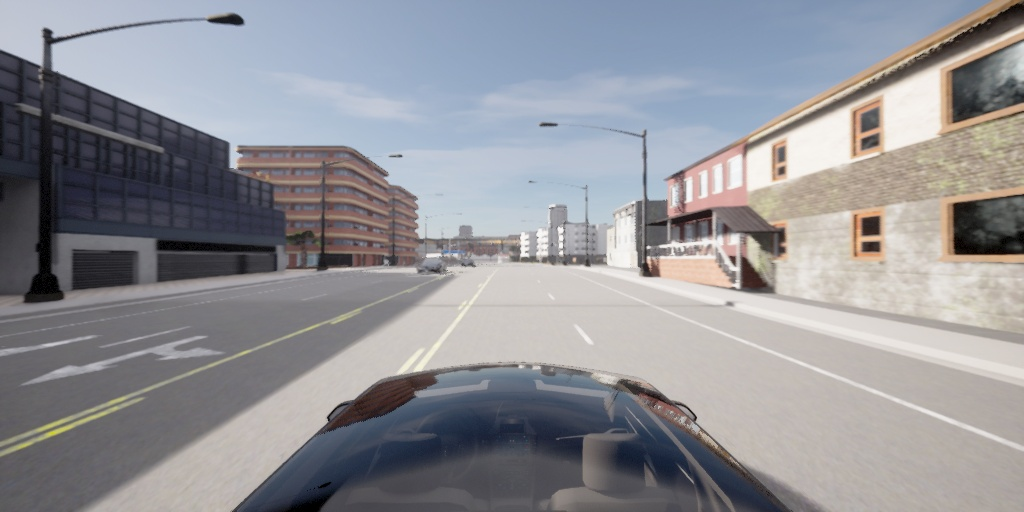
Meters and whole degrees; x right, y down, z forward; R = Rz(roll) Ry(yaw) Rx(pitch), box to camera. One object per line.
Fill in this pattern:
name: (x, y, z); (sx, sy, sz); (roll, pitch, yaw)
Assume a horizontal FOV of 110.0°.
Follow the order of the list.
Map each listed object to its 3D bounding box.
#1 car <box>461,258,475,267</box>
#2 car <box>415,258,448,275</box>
car: (-6.960, 1.060, 57.205); (2.128, 1.511, 4.902); (0, -1, 0)
car: (-6.965, 0.880, 31.459); (1.812, 1.442, 4.674); (0, 1, 0)
